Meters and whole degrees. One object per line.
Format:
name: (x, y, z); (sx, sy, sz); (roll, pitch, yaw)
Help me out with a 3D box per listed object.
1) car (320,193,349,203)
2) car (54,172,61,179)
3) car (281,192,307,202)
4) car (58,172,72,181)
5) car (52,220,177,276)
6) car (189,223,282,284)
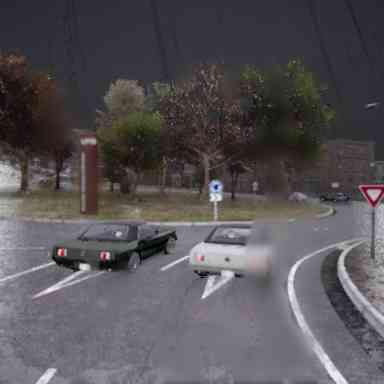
car: (20.625, 0.815, 48.440); (2.128, 1.511, 4.902); (0, 2, -15)
car: (-33.088, -3.927, 88.019); (2.002, 1.452, 4.674); (7, 6, 28)
car: (16.028, 0.742, 52.129); (1.812, 1.442, 4.674); (-1, 2, -23)
car: (-31.091, -3.610, 85.746); (2.231, 1.521, 4.892); (7, 6, 28)
car: (-1.993, 1.528, 10.257); (1.895, 1.301, 4.718); (1, 1, 16)
car: (1.511, 1.549, 9.584); (1.895, 1.301, 4.718); (1, 1, 18)
